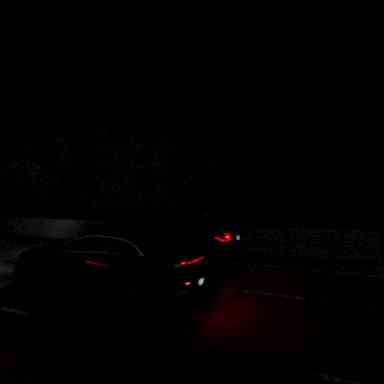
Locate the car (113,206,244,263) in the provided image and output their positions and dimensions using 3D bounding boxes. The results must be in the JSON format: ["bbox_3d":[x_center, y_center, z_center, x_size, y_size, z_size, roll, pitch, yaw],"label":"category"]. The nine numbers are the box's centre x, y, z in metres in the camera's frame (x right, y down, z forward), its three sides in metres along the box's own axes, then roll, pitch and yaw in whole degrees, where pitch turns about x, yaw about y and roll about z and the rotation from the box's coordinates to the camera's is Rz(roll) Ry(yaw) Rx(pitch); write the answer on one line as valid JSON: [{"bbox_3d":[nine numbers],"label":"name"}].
[{"bbox_3d":[-1.024,1.474,11.348,5.566,2.045,2.150,1,-1,24],"label":"car"}]

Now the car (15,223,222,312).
[{"bbox_3d":[-2.014,1.649,7.953,4.902,1.511,2.128,0,-1,24],"label":"car"}]
